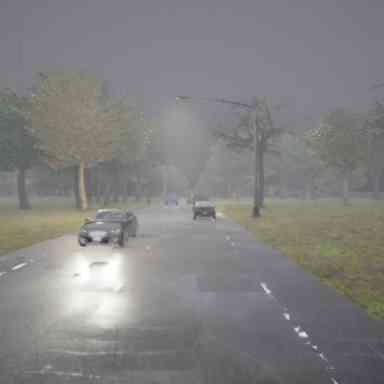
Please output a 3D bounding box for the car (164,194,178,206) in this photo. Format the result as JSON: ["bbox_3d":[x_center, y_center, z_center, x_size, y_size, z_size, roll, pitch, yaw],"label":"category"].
[{"bbox_3d":[-3.575,1.299,57.486,2.150,2.045,5.566,0,0,1],"label":"car"}]

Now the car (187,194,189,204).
[{"bbox_3d":[-0.031,1.655,64.589,1.994,1.385,4.181,0,0,0],"label":"car"}]

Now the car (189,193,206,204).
[{"bbox_3d":[1.028,1.280,45.009,2.150,2.045,5.566,0,0,0],"label":"car"}]

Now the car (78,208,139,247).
[{"bbox_3d":[-3.606,1.510,15.095,2.128,1.511,4.902,0,0,0],"label":"car"}]

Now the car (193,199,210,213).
[{"bbox_3d":[1.030,1.553,38.979,1.837,1.490,4.892,0,0,0],"label":"car"}]

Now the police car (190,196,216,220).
[{"bbox_3d":[1.036,1.460,29.086,1.930,1.638,5.238,0,0,0],"label":"police car"}]
